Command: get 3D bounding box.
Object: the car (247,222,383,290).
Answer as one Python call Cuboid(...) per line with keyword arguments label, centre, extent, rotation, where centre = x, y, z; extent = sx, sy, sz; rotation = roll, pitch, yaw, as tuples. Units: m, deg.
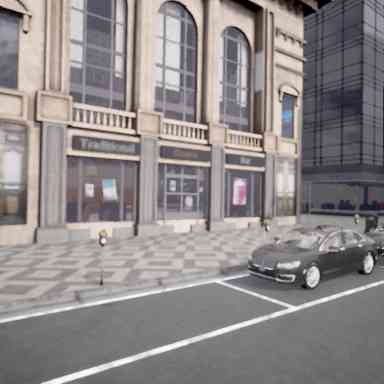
Cuboid(label="car", centre=(3.456, 1.629, 9.219), extent=(4.403, 1.369, 2.008), rotation=(1, 0, -35))
